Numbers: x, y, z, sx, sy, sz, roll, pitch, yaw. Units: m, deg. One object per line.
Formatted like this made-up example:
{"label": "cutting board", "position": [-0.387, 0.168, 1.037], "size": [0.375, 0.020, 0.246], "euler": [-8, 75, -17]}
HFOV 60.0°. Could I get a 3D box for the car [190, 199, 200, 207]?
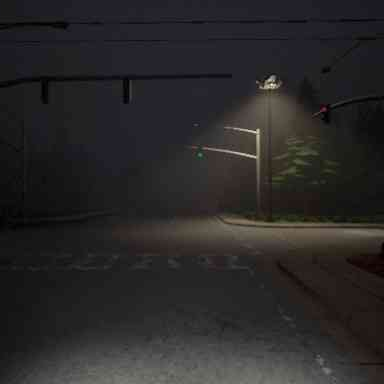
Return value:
{"label": "car", "position": [0.702, 2.350, 74.338], "size": [2.097, 1.767, 4.553], "euler": [0, -1, 2]}
